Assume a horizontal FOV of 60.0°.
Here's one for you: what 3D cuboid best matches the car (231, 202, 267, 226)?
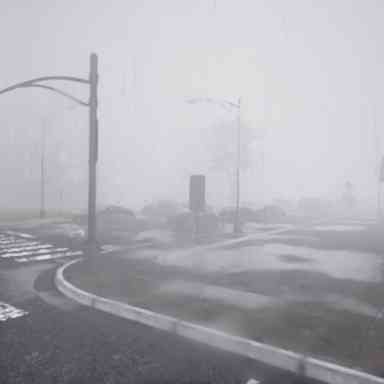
[{"bbox_3d":[3.518,1.685,24.328,1.947,1.339,4.313,1,0,36],"label":"car"}]

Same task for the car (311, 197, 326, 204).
[{"bbox_3d":[26.849,1.761,70.488,1.947,1.339,4.313,1,0,36],"label":"car"}]

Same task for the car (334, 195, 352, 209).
[{"bbox_3d":[23.752,1.722,52.107,1.967,1.590,4.097,1,0,36],"label":"car"}]

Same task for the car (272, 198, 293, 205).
[{"bbox_3d":[11.724,1.632,45.412,1.812,1.442,4.674,1,1,37],"label":"car"}]

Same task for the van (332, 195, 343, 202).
[{"bbox_3d":[36.707,1.619,83.912,1.690,1.788,3.998,1,0,36],"label":"van"}]

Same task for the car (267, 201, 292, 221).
[{"bbox_3d":[6.760,1.727,28.746,1.802,1.307,4.206,1,0,36],"label":"car"}]

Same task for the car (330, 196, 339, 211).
[{"bbox_3d":[17.224,1.669,43.128,1.967,1.590,4.097,1,0,36],"label":"car"}]

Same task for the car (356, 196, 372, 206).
[{"bbox_3d":[33.706,1.890,65.668,1.752,1.417,4.829,1,0,36],"label":"car"}]

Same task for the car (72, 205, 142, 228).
[{"bbox_3d":[-5.648,1.529,21.839,1.994,1.385,4.181,1,1,36],"label":"car"}]

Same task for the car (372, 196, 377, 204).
[{"bbox_3d":[40.178,1.734,74.479,2.192,1.841,5.009,1,0,36],"label":"car"}]

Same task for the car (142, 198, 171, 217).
[{"bbox_3d":[-2.816,1.391,30.292,1.967,1.590,4.097,1,0,36],"label":"car"}]

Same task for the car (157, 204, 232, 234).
[{"bbox_3d":[0.274,1.644,19.909,2.008,1.369,4.403,1,0,36],"label":"car"}]

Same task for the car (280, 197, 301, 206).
[{"bbox_3d":[16.894,1.638,56.927,1.752,1.417,4.829,1,0,36],"label":"car"}]

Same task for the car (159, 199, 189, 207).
[{"bbox_3d":[-0.101,1.557,29.391,2.033,1.411,5.357,1,1,36],"label":"car"}]

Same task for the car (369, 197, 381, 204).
[{"bbox_3d":[43.459,1.997,78.955,2.008,1.369,4.403,1,0,36],"label":"car"}]

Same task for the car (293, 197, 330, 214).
[{"bbox_3d":[13.967,1.518,38.633,2.192,1.841,5.009,1,0,36],"label":"car"}]
